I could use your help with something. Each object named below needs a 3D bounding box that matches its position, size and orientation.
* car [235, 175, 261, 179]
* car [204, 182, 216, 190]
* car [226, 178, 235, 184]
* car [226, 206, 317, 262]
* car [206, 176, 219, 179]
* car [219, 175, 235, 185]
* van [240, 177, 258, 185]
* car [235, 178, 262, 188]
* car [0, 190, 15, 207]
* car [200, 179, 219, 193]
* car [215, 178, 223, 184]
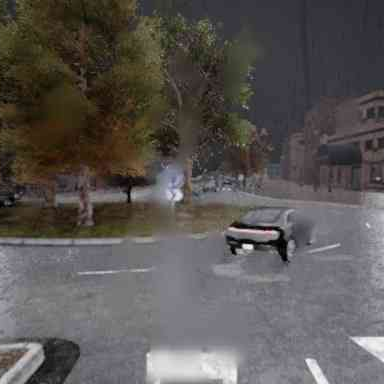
[{"bbox_3d":[13.115,-2.282,76.755,5.566,2.045,2.435,0,4,9],"label":"car"},{"bbox_3d":[3.468,-1.197,64.819,1.994,1.385,4.181,0,3,8],"label":"car"},{"bbox_3d":[10.173,-2.894,87.988,1.837,1.490,4.892,0,4,11],"label":"car"},{"bbox_3d":[2.846,1.228,11.270,2.128,1.511,4.902,1,2,32],"label":"car"},{"bbox_3d":[4.822,-1.983,74.309,2.097,1.767,4.553,0,4,9],"label":"car"},{"bbox_3d":[7.703,-2.239,73.293,2.150,2.045,5.566,0,4,9],"label":"car"},{"bbox_3d":[14.547,-2.763,84.666,4.442,1.987,1.878,0,4,11],"label":"van"},{"bbox_3d":[11.832,-1.531,68.629,4.892,1.521,2.231,0,3,9],"label":"car"},{"bbox_3d":[-17.552,0.576,28.295,2.128,1.511,4.902,0,2,23],"label":"car"},{"bbox_3d":[2.860,-0.827,54.856,2.097,1.767,4.553,0,3,0],"label":"car"},{"bbox_3d":[7.227,-2.916,88.555,1.837,1.490,4.892,0,4,11],"label":"car"}]
